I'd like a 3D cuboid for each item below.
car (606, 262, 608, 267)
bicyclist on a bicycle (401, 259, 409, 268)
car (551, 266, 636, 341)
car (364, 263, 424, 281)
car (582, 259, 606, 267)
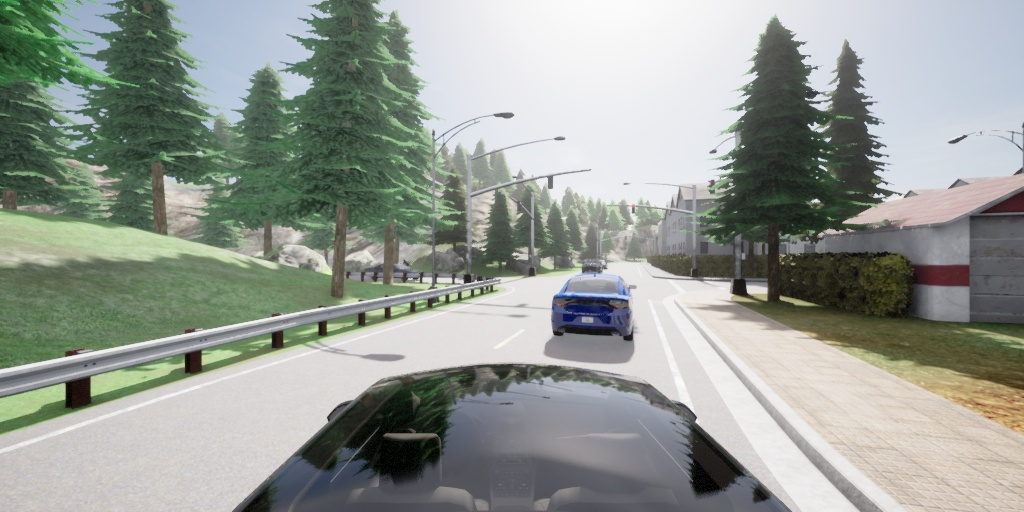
[{"bbox_3d":[13.149,1.296,53.195,2.033,1.411,5.357,0,0,19],"label":"car"},{"bbox_3d":[-11.291,1.166,38.122,0.582,1.620,1.656,-2,5,18],"label":"bicyclist on a bicycle"},{"bbox_3d":[2.412,1.227,10.092,1.882,1.535,5.008,0,0,18],"label":"car"},{"bbox_3d":[-9.991,1.312,30.283,5.357,1.411,2.033,0,0,20],"label":"car"},{"bbox_3d":[9.614,1.101,42.821,2.097,1.767,4.553,0,0,19],"label":"car"}]
